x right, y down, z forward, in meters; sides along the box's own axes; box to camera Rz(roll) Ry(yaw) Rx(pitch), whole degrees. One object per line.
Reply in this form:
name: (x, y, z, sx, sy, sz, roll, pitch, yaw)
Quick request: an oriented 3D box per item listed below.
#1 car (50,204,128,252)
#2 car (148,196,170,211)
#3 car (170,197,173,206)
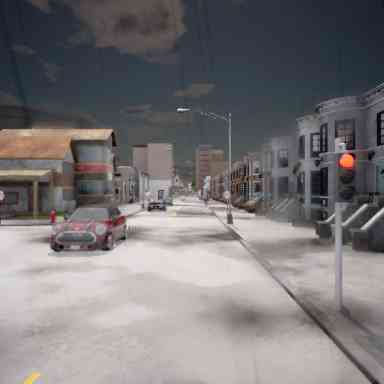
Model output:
car: (-4.087, 1.352, 13.899, 2.097, 1.767, 4.553, 0, 0, 0)
car: (-4.042, 1.564, 39.550, 1.994, 1.385, 4.181, 0, 0, 0)
car: (-4.004, 1.503, 52.966, 1.837, 1.490, 4.892, 0, 1, 0)
